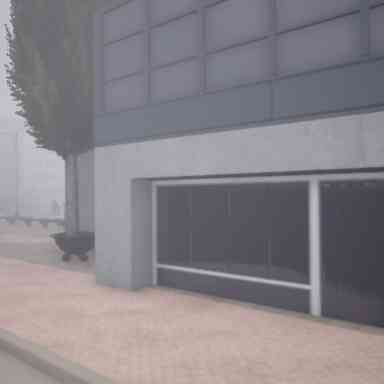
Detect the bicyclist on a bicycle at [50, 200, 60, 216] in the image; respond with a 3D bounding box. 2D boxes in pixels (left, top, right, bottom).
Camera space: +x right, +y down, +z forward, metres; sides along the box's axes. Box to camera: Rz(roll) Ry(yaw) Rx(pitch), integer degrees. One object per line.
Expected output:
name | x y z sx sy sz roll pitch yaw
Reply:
bicyclist on a bicycle | -13.642 1.627 33.102 1.656 1.620 0.582 -1 -1 33
